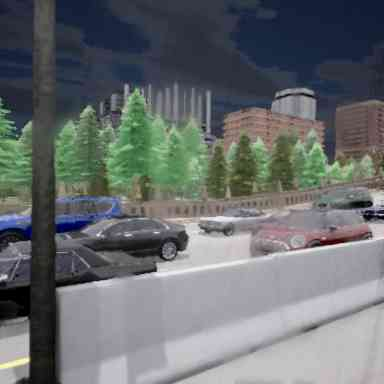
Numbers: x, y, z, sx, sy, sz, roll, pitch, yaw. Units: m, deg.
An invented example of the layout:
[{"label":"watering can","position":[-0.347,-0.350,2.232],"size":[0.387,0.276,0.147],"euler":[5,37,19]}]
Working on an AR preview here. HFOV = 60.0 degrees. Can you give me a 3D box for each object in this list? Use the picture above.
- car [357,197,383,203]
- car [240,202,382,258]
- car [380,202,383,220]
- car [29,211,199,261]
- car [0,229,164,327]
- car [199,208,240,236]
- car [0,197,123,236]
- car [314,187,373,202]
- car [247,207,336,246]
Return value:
[{"label":"car","position":[13.207,1.155,21.919],"size":[4.718,1.301,1.895],"euler":[-4,3,-35]},{"label":"car","position":[4.094,1.391,11.188],"size":[4.553,1.767,2.097],"euler":[0,0,-35]},{"label":"car","position":[11.456,1.296,16.421],"size":[4.902,1.511,2.128],"euler":[-3,2,-35]},{"label":"car","position":[-2.387,1.530,10.864],"size":[4.892,1.490,1.837],"euler":[0,0,-35]},{"label":"car","position":[-3.089,1.606,6.077],"size":[4.718,1.301,1.895],"euler":[0,0,-35]},{"label":"car","position":[2.671,1.597,18.760],"size":[4.718,1.301,1.895],"euler":[-1,1,-35]},{"label":"car","position":[-5.278,1.243,13.113],"size":[5.566,2.045,2.150],"euler":[0,0,-35]},{"label":"car","position":[11.351,0.761,24.897],"size":[5.566,2.045,2.150],"euler":[-5,3,-35]},{"label":"car","position":[4.859,1.555,16.030],"size":[4.181,1.385,1.994],"euler":[-2,1,-36]}]
